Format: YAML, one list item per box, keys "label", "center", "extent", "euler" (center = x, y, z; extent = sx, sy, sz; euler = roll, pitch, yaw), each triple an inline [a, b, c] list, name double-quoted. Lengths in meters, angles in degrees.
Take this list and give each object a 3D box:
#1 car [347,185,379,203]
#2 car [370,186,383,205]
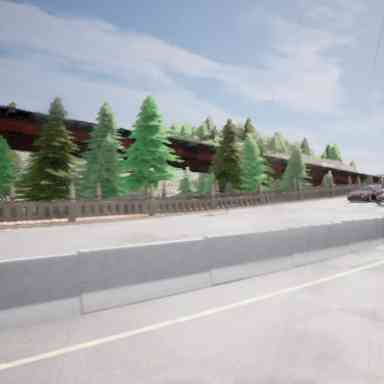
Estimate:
- label: "car"
  center: [17.850, 0.142, 33.924]
  extent: [4.553, 1.767, 2.097]
  euler: [-3, 2, -35]
- label: "car"
  center: [18.418, 0.404, 30.031]
  extent: [4.674, 1.442, 1.812]
  euler: [-4, 2, -35]
